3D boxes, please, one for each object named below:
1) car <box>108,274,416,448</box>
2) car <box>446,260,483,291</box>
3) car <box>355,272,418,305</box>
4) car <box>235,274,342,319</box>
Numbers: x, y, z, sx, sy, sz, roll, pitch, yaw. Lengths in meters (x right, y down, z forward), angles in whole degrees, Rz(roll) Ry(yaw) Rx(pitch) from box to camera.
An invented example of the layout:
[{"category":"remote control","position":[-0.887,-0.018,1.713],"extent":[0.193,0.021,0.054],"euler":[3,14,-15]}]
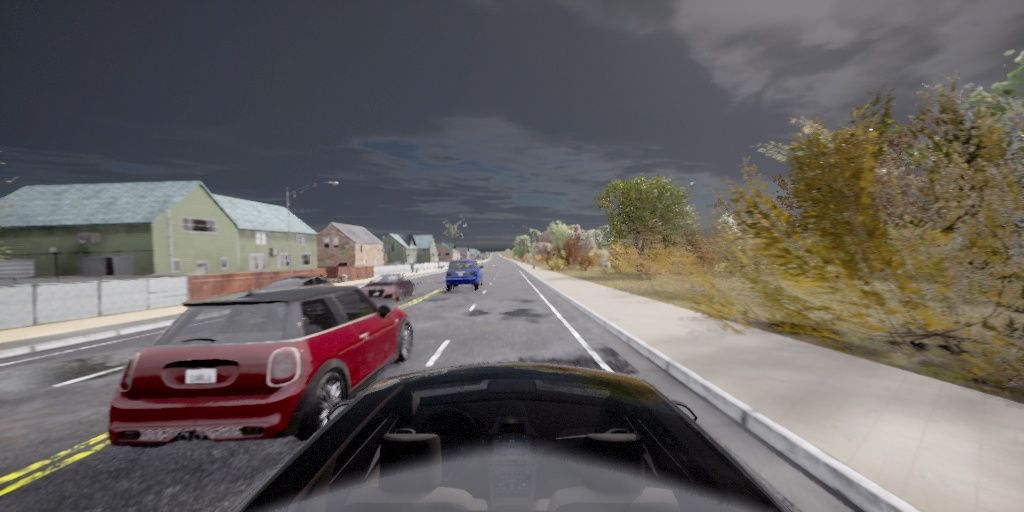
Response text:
[{"category":"car","position":[-3.128,1.241,5.715],"extent":[2.097,1.767,4.553],"euler":[-2,-1,0]},{"category":"car","position":[-3.290,1.297,25.471],"extent":[2.150,2.045,5.566],"euler":[-2,-1,0]},{"category":"car","position":[-6.678,1.697,19.605],"extent":[1.994,1.385,4.181],"euler":[-2,-1,0]},{"category":"car","position":[-9.904,1.715,16.483],"extent":[1.837,1.490,4.892],"euler":[-2,-1,0]}]
